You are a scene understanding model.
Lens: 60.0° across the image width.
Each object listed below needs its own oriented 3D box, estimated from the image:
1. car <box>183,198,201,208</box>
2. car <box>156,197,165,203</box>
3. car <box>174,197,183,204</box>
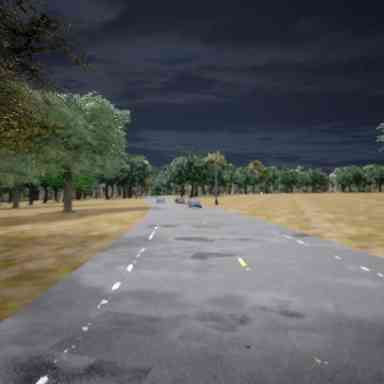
[{"bbox_3d":[0.267,1.753,52.119,2.033,1.411,5.357,0,0,-7],"label":"car"},{"bbox_3d":[-7.253,1.885,77.328,2.128,1.511,4.902,0,0,-9],"label":"car"},{"bbox_3d":[-2.607,1.850,70.650,2.128,1.511,4.902,0,0,-9],"label":"car"}]
